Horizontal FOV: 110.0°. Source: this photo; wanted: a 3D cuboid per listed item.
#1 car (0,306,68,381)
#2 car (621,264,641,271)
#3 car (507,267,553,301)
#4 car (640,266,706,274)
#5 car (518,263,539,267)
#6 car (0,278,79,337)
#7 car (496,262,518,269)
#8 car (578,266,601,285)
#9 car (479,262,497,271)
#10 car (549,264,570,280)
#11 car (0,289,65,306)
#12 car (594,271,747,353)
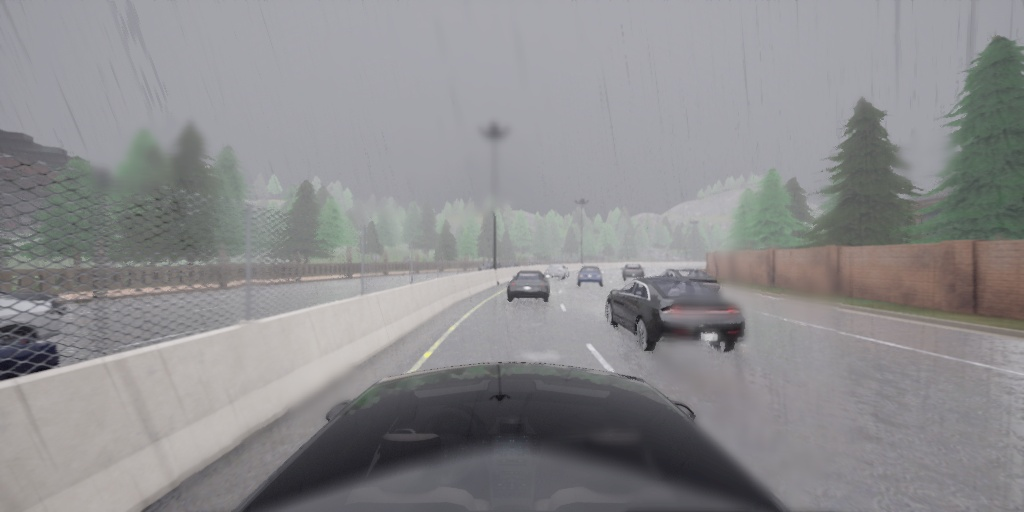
[{"bbox_3d":[-7.092,1.357,2.578,1.895,1.301,4.718,0,0,0],"label":"car"},{"bbox_3d":[11.368,1.472,33.638,2.128,1.511,4.902,0,0,17],"label":"car"},{"bbox_3d":[0.916,1.432,18.118,1.994,1.385,4.181,0,0,6],"label":"car"},{"bbox_3d":[7.752,1.348,16.478,2.128,1.511,4.902,0,0,6],"label":"car"},{"bbox_3d":[2.964,1.672,50.984,1.994,1.385,4.181,0,-1,25],"label":"car"},{"bbox_3d":[-14.074,1.343,8.108,2.033,1.411,5.357,0,0,0],"label":"car"},{"bbox_3d":[-0.108,1.688,52.685,1.994,1.385,4.181,0,-1,25],"label":"car"},{"bbox_3d":[6.080,1.486,27.742,2.033,1.411,5.357,0,0,13],"label":"car"},{"bbox_3d":[-3.209,1.632,54.320,2.128,1.511,4.902,0,-1,26],"label":"car"},{"bbox_3d":[4.396,1.515,34.738,1.812,1.442,4.674,0,0,17],"label":"car"},{"bbox_3d":[-10.530,1.304,5.660,1.812,1.442,4.674,0,0,1],"label":"car"},{"bbox_3d":[3.713,1.294,9.019,2.128,1.511,4.902,0,0,2],"label":"car"}]
